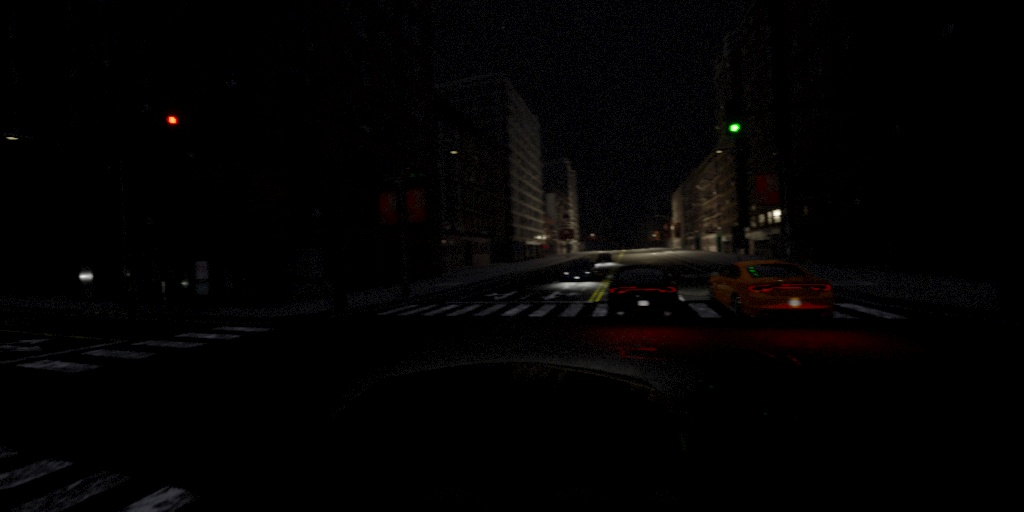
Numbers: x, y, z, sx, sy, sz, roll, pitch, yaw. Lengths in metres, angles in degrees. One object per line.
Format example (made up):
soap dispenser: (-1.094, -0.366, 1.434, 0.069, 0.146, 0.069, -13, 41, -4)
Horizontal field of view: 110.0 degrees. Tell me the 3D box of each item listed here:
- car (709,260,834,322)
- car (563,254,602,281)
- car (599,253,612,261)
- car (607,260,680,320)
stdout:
car: (7.211, 0.861, 10.542, 1.882, 1.535, 5.008, -3, 0, 18)
car: (4.868, 0.900, 25.028, 2.033, 1.411, 5.357, -3, 1, 18)
car: (12.538, 0.201, 48.599, 1.895, 1.301, 4.718, -3, 1, 18)
car: (4.133, 1.008, 11.576, 1.882, 1.535, 5.008, -3, 0, 18)
